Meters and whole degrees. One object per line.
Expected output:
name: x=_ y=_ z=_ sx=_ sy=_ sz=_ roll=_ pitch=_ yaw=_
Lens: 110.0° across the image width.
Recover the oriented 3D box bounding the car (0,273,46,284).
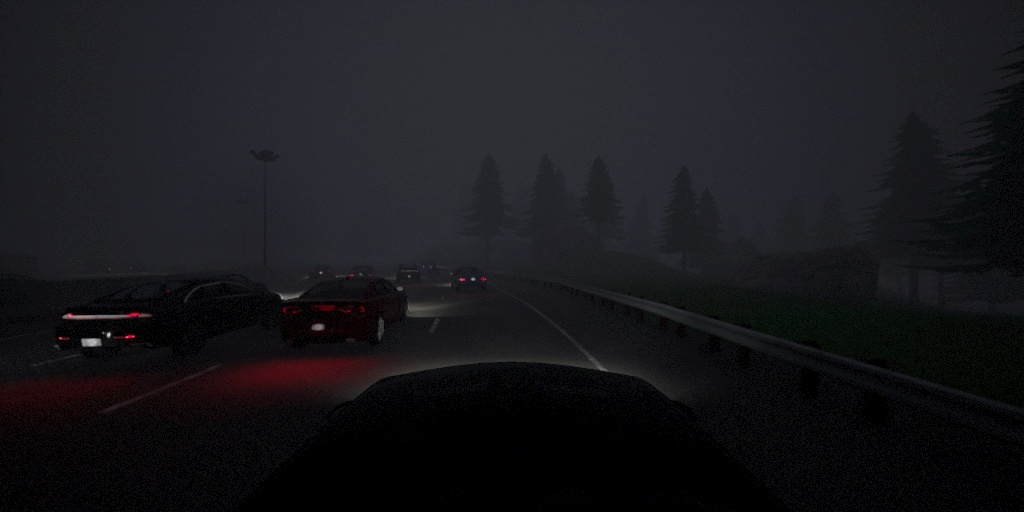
car: x=-22.914 y=1.440 z=15.569 sx=1.994 sy=1.385 sz=4.181 roll=0 pitch=0 yaw=-13

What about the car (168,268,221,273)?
car: x=-11.886 y=1.396 z=14.720 sx=1.994 sy=1.385 sz=4.181 roll=0 pitch=0 yaw=-10

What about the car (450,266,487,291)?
car: x=-2.831 y=1.370 z=22.792 sx=2.033 sy=1.411 sz=5.357 roll=0 pitch=0 yaw=-14

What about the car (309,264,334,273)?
car: x=-17.799 y=1.474 z=33.699 sx=1.994 sy=1.385 sz=4.181 roll=0 pitch=0 yaw=-24

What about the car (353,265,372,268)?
car: x=-11.620 y=1.417 z=27.894 sx=2.033 sy=1.411 sz=5.357 roll=0 pitch=0 yaw=-19

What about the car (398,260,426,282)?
car: x=-8.589 y=1.355 z=29.558 sx=2.128 sy=1.511 sz=4.902 roll=0 pitch=0 yaw=-19

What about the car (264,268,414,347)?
car: x=-4.096 y=1.266 z=9.572 sx=1.882 sy=1.535 sz=5.008 roll=0 pitch=0 yaw=-6

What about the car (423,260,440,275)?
car: x=-9.786 y=1.253 z=41.075 sx=2.097 sy=1.767 sz=4.553 roll=0 pitch=0 yaw=-26

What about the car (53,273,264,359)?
car: x=-7.508 y=1.290 z=8.630 sx=2.128 sy=1.511 sz=4.902 roll=0 pitch=0 yaw=-5
